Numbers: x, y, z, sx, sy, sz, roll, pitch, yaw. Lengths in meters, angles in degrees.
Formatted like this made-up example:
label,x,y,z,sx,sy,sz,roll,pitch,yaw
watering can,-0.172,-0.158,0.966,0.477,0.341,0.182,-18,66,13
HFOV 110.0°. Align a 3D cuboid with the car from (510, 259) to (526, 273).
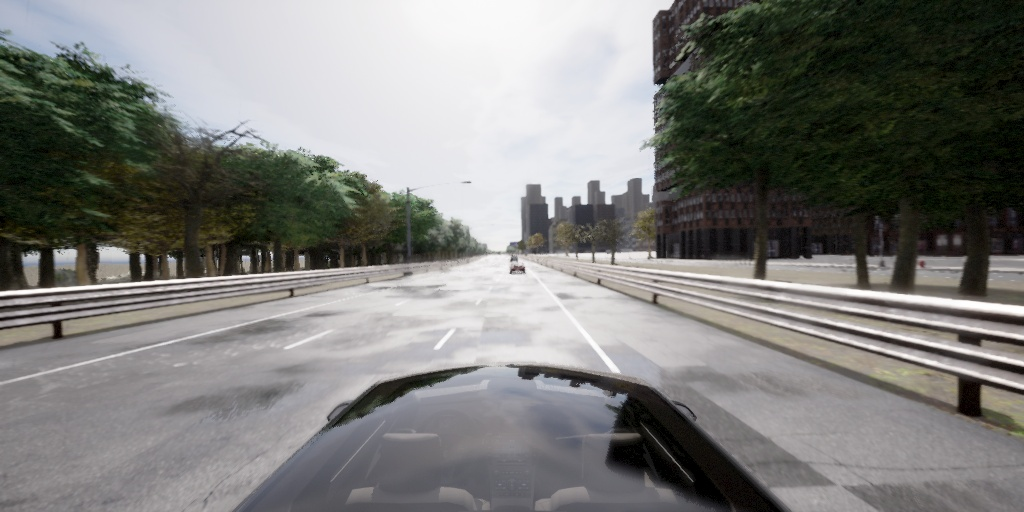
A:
label,x,y,z,sx,sy,sz,roll,pitch,yaw
car,0.680,1.383,43.891,1.895,1.301,4.718,-1,0,1
